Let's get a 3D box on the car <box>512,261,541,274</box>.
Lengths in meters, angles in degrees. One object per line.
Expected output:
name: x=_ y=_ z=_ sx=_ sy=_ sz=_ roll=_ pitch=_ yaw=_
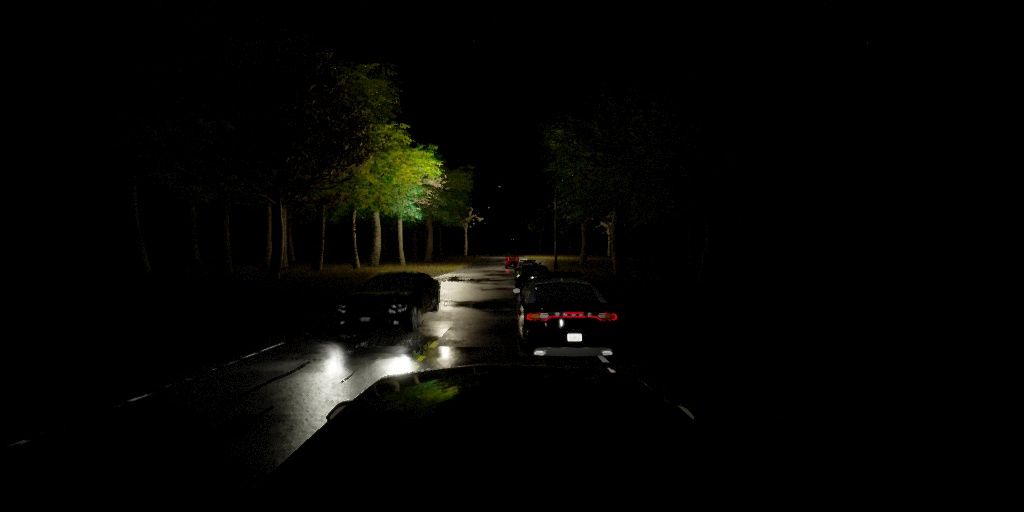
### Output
car: x=1.070 y=1.199 z=18.523 sx=1.837 sy=1.490 sz=4.892 roll=0 pitch=0 yaw=0

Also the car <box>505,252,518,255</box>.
car: x=0.064 y=0.290 z=60.129 sx=2.150 sy=2.045 sz=5.566 roll=0 pitch=2 yaw=0

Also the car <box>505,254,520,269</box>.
car: x=0.082 y=0.899 z=47.243 sx=1.812 sy=1.442 sz=4.674 roll=0 pitch=1 yaw=1

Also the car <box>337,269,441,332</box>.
car: x=-3.486 y=1.211 z=11.020 sx=1.882 sy=1.535 sz=5.008 roll=0 pitch=1 yaw=0

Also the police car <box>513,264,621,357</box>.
police car: x=1.060 y=1.166 z=8.634 sx=1.930 sy=1.638 sz=5.238 roll=0 pitch=0 yaw=0

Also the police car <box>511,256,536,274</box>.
police car: x=1.077 y=1.068 z=24.634 sx=1.930 sy=1.638 sz=5.238 roll=0 pitch=0 yaw=0
